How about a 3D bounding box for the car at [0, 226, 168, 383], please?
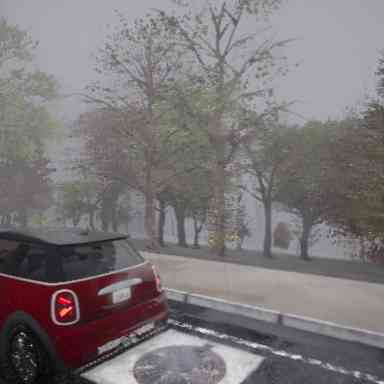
[{"bbox_3d":[-2.643,1.379,5.571,4.553,1.767,2.097,0,0,36],"label":"car"}]
